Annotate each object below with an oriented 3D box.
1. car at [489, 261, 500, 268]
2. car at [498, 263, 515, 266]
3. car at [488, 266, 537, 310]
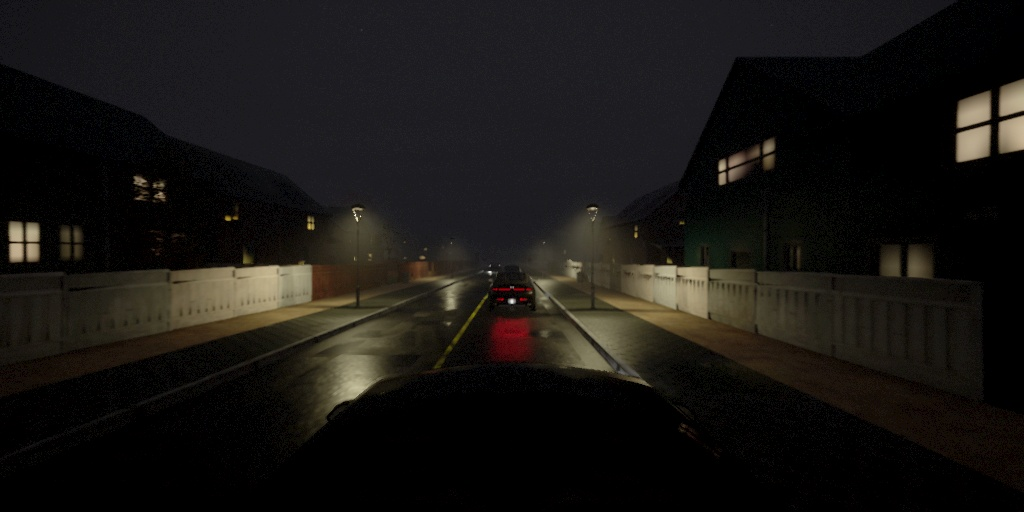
[{"bbox_3d":[-2.779,1.651,60.364,2.097,1.767,4.553,0,0,0],"label":"car"},{"bbox_3d":[0.012,1.521,30.367,1.837,1.490,4.892,0,0,0],"label":"car"},{"bbox_3d":[0.015,1.383,15.350,1.837,1.490,4.892,0,0,0],"label":"car"}]
